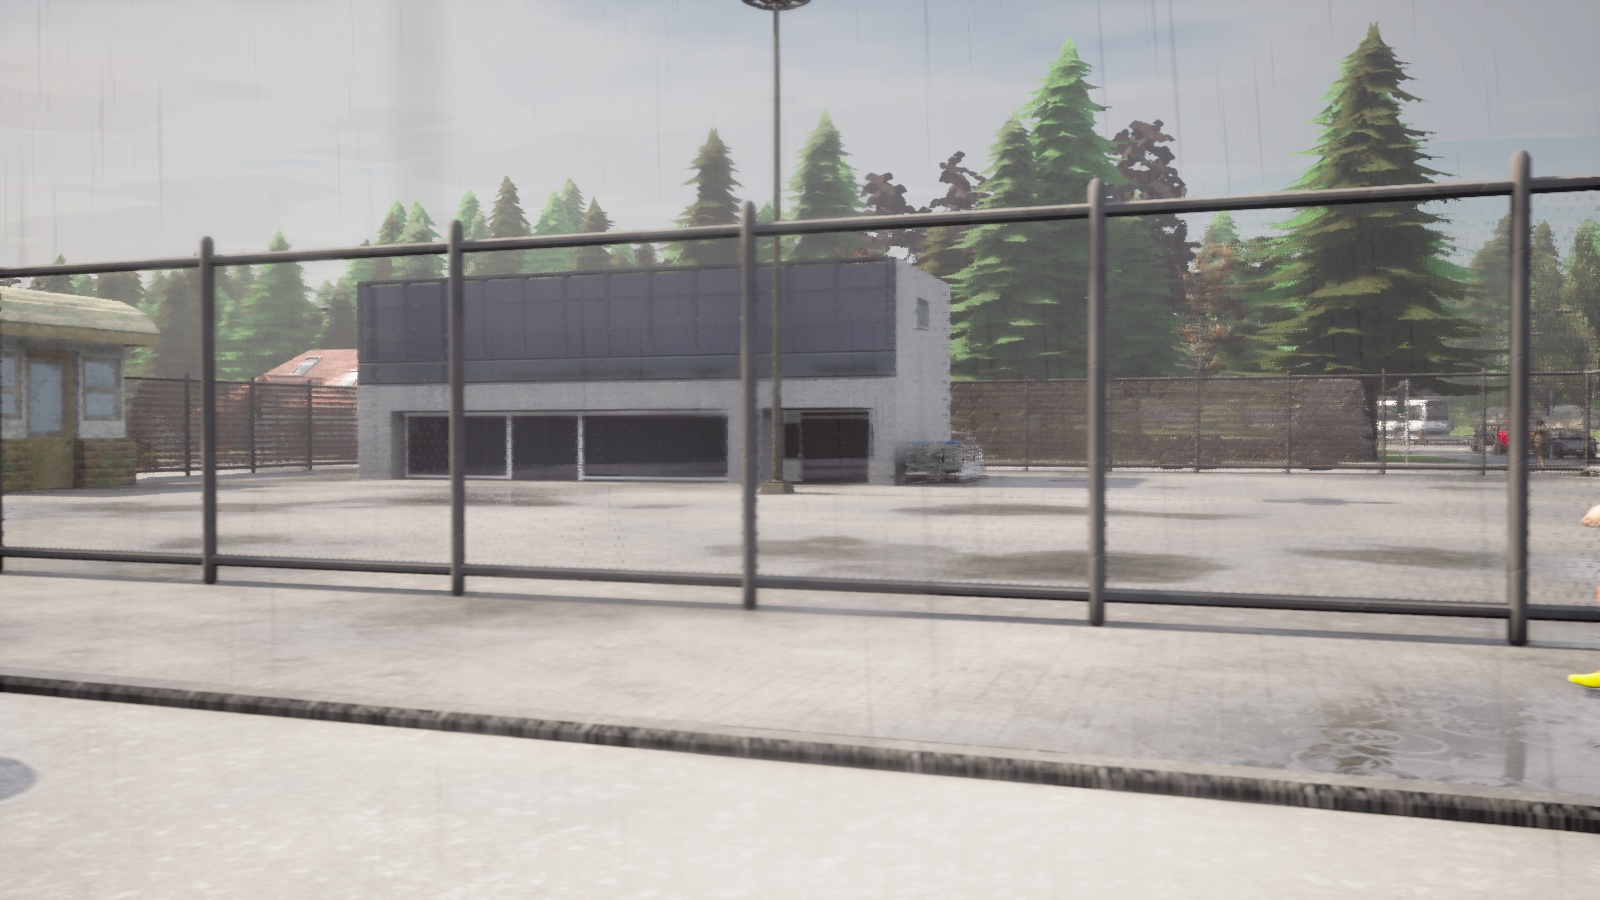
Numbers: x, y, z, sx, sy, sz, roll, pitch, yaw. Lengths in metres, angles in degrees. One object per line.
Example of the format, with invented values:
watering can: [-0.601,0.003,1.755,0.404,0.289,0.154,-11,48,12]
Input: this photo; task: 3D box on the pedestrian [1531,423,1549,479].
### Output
pedestrian: [25.487,0.022,43.262,0.396,1.930,0.692,1,1,19]

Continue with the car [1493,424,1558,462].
car: [41.509,-0.427,71.934,2.150,2.045,5.566,1,1,19]

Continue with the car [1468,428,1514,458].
car: [44.733,-0.490,81.350,1.905,1.878,3.866,1,1,19]

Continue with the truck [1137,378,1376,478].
truck: [16.520,-0.830,45.951,7.936,3.462,2.891,1,1,18]

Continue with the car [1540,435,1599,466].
car: [38.324,0.007,62.555,1.845,1.501,3.633,1,1,19]

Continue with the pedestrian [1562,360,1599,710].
pedestrian: [4.428,0.448,6.677,0.594,1.836,0.345,1,1,26]

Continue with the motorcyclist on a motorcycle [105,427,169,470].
motorcyclist on a motorcycle: [-24.039,-0.072,45.570,0.797,1.523,2.044,1,1,19]
